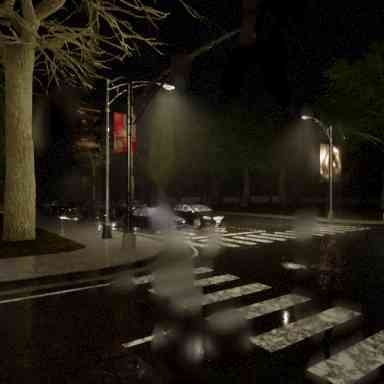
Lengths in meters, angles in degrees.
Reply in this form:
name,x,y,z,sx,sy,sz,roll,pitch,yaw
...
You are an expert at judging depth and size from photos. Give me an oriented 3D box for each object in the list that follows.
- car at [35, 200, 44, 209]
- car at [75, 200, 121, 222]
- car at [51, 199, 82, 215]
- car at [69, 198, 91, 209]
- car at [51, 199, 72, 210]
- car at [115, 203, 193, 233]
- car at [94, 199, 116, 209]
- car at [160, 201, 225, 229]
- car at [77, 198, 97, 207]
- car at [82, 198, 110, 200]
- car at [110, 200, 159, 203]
name,x,y,z,sx,sy,sz,roll,pitch,yaw
car,-23.264,1.869,49.173,1.994,1.385,4.181,0,-1,-36
car,-7.941,1.676,27.926,1.994,1.385,4.181,0,0,-36
car,-14.036,1.675,36.318,1.837,1.490,4.892,0,0,-36
car,-17.917,1.787,53.002,1.882,1.535,5.008,0,-1,-36
car,-19.276,1.804,49.176,1.812,1.442,4.674,0,-1,-35
car,-2.509,1.614,20.450,2.033,1.411,5.357,0,0,-36
car,-13.931,1.824,52.967,1.812,1.442,4.674,0,-1,-36
car,0.166,1.568,22.319,2.128,1.511,4.902,0,0,-36
car,-18.807,1.850,59.625,1.882,1.535,5.008,0,-1,-36
car,-11.161,1.742,37.893,1.994,1.385,4.181,0,0,-36
car,-5.255,1.474,29.761,2.097,1.767,4.553,0,0,-36
